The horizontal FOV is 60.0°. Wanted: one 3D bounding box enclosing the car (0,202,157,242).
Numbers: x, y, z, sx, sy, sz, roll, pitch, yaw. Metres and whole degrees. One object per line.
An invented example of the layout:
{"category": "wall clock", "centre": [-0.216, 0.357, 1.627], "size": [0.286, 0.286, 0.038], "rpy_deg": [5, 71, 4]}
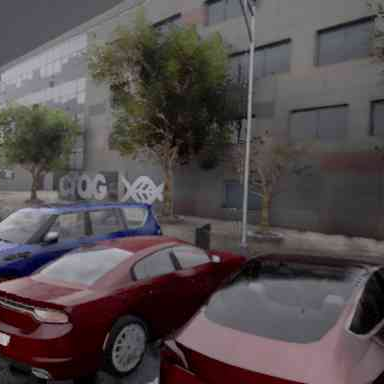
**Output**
{"category": "car", "centre": [-2.965, 1.291, 7.356], "size": [2.435, 2.045, 5.566], "rpy_deg": [-1, -1, 35]}

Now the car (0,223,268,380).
{"category": "car", "centre": [-0.719, 1.504, 5.790], "size": [2.097, 1.535, 5.008], "rpy_deg": [-1, -1, 35]}
